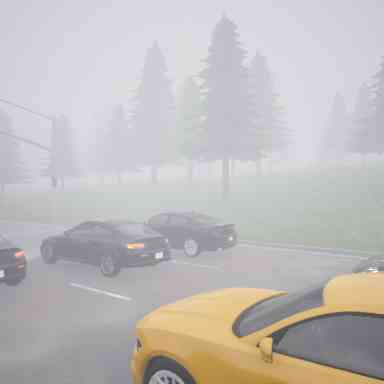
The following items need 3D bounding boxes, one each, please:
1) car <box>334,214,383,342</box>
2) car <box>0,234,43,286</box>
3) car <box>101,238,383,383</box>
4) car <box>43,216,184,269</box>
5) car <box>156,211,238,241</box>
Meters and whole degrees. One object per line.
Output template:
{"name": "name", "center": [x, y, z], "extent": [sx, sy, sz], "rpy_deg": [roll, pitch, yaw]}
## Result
{"name": "car", "center": [4.756, 1.351, 4.898], "extent": [4.553, 1.767, 2.097], "rpy_deg": [0, 0, 36]}
{"name": "car", "center": [-5.844, 1.526, 8.137], "extent": [4.674, 1.442, 1.812], "rpy_deg": [0, 0, 36]}
{"name": "car", "center": [1.652, 1.478, 2.815], "extent": [5.008, 1.535, 1.882], "rpy_deg": [-1, 0, 36]}
{"name": "car", "center": [-2.739, 1.526, 10.210], "extent": [4.674, 1.442, 1.812], "rpy_deg": [0, 0, 36]}
{"name": "car", "center": [-0.654, 1.478, 13.022], "extent": [5.008, 1.535, 1.882], "rpy_deg": [0, 0, 36]}
